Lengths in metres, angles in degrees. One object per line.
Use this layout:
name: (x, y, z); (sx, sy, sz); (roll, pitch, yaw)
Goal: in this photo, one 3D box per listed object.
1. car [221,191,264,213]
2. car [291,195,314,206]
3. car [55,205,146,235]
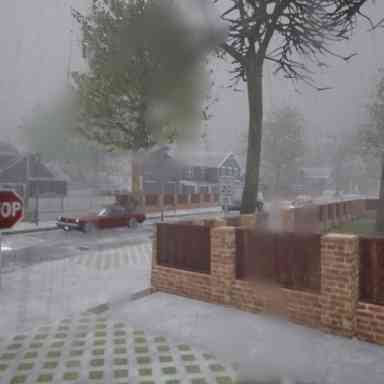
car: (4.896, 0.946, 31.331); (2.150, 2.045, 5.566); (3, 2, 36)
car: (15.344, 1.153, 45.916); (1.812, 1.442, 4.674); (3, 2, 35)
car: (-4.733, 1.407, 17.758); (1.895, 1.301, 4.718); (3, 2, 35)
